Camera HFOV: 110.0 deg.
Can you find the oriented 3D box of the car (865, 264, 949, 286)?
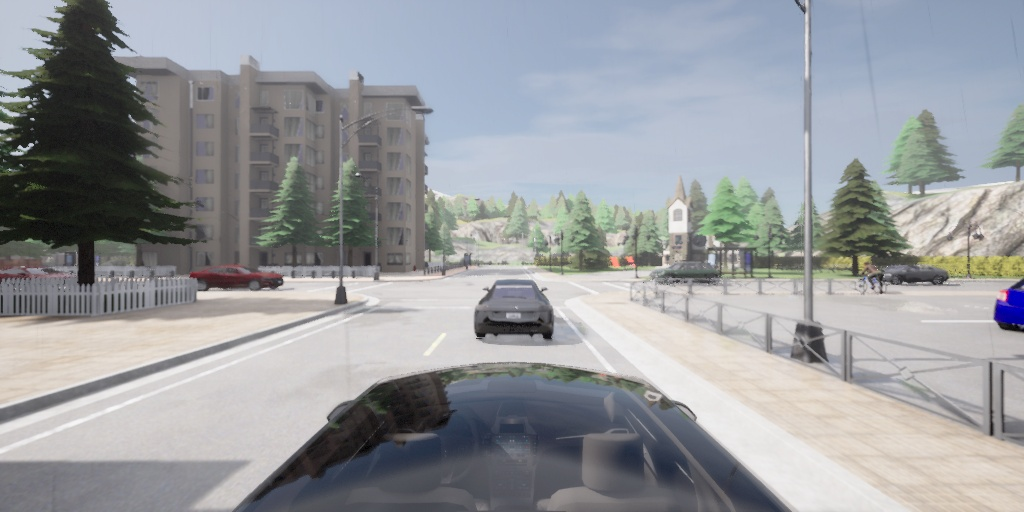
[{"bbox_3d":[28.494,1.346,25.985,4.902,1.511,2.128,0,0,0],"label":"car"}]

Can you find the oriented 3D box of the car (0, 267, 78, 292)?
[{"bbox_3d":[-28.993,1.366,21.708,4.674,1.442,1.812,0,0,0],"label":"car"}]

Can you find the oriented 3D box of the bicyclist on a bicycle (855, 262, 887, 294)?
[{"bbox_3d":[18.387,1.128,18.408,0.582,1.620,1.656,0,-1,-1],"label":"bicyclist on a bicycle"}]

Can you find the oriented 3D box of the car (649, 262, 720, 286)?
[{"bbox_3d":[12.299,1.207,25.827,4.553,1.767,2.097,0,0,-1],"label":"car"}]

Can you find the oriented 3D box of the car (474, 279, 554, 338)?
[{"bbox_3d":[0.079,1.346,10.270,1.994,1.385,4.181,0,0,1],"label":"car"}]

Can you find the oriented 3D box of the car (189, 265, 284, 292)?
[{"bbox_3d":[-16.653,1.318,21.826,5.008,1.535,1.882,0,0,-1],"label":"car"}]
